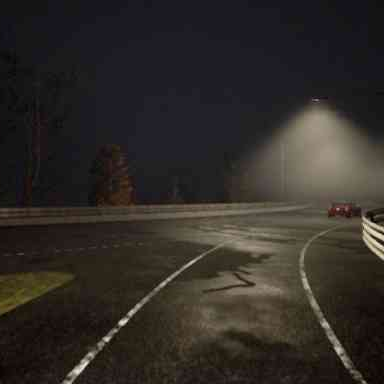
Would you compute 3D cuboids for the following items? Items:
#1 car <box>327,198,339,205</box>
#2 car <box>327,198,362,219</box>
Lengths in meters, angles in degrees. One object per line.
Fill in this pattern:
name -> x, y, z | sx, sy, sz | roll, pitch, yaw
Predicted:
car -> 35.013, 2.387, 82.793 | 1.837, 1.490, 4.892 | 0, -1, 13
car -> 15.337, 1.712, 33.224 | 2.097, 1.767, 4.553 | -1, -1, 43
